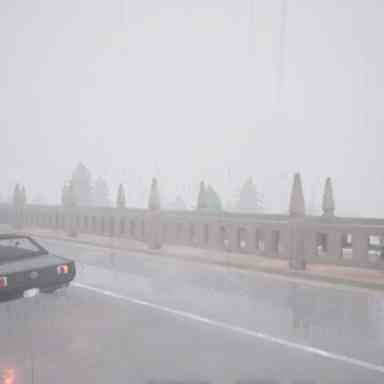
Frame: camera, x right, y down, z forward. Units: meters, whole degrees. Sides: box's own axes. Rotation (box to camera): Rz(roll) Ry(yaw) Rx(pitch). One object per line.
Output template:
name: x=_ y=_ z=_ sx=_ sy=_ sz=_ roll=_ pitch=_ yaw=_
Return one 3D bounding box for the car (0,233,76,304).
car: x=-4.817 y=1.623 z=7.643 sx=4.718 sy=1.301 sz=1.895 roll=0 pitch=0 yaw=37
